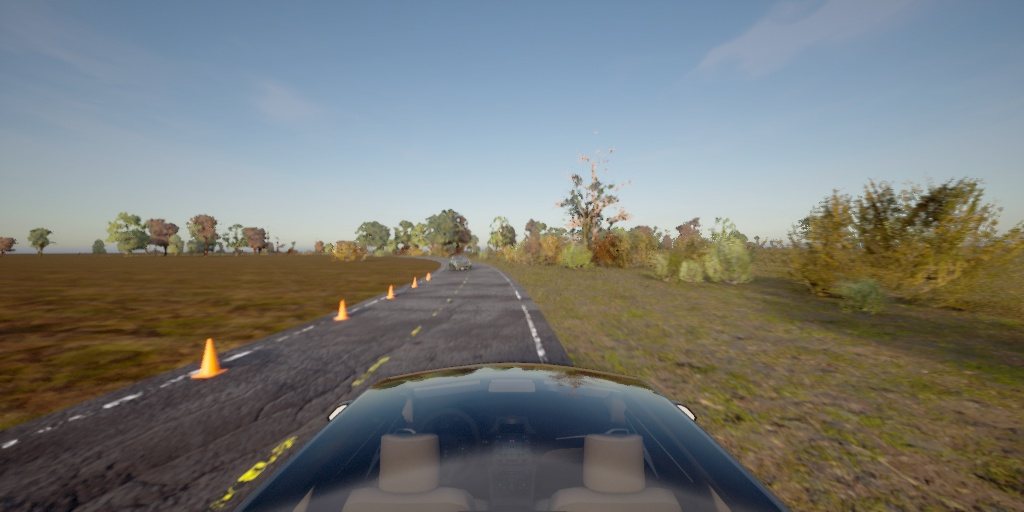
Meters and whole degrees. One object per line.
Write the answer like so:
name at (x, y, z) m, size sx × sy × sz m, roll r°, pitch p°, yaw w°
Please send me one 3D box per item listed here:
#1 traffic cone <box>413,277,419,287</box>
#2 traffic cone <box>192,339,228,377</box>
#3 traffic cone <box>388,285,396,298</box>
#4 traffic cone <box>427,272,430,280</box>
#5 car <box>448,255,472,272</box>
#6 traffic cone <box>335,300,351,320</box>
traffic cone at (-5.652, 1.518, 20.903) m, size 0.340 × 0.580 × 0.340 m, roll 0°, pitch 0°, yaw -4°
traffic cone at (-5.096, 1.693, 6.058) m, size 0.340 × 0.580 × 0.340 m, roll 0°, pitch 0°, yaw -1°
traffic cone at (-5.381, 1.576, 15.958) m, size 0.340 × 0.580 × 0.340 m, roll 0°, pitch 0°, yaw -3°
traffic cone at (-6.010, 1.461, 25.843) m, size 0.340 × 0.580 × 0.340 m, roll 0°, pitch 0°, yaw -5°
car at (-5.594, 0.696, 38.431) m, size 2.097 × 1.767 × 4.553 m, roll -1°, pitch 1°, yaw -16°
traffic cone at (-5.195, 1.635, 11.009) m, size 0.340 × 0.580 × 0.340 m, roll 0°, pitch 0°, yaw -2°
